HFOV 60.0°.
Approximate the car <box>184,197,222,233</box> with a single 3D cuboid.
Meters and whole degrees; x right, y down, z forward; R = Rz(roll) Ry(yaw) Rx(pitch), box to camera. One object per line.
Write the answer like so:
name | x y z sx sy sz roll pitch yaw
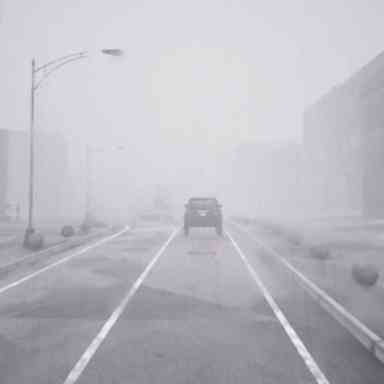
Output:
car | 0.669 1.353 20.345 2.150 2.045 5.566 0 -1 2
